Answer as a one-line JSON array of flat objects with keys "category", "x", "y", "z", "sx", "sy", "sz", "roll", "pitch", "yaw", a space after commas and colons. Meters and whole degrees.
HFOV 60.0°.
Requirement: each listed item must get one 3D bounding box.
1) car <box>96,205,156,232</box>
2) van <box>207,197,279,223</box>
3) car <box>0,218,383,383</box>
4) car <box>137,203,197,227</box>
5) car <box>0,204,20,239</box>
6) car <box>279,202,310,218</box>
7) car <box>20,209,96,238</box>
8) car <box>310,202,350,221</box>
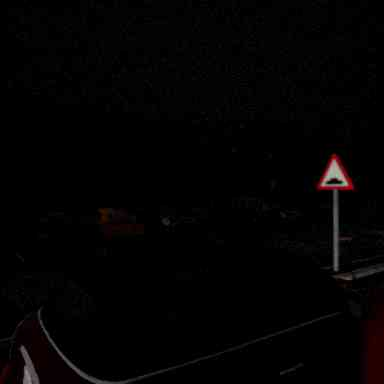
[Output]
[{"category": "car", "x": -3.989, "y": 1.506, "z": 15.796, "sx": 2.097, "sy": 1.535, "sz": 5.008, "roll": 0, "pitch": 0, "yaw": -36}, {"category": "van", "x": 2.864, "y": 1.309, "z": 20.553, "sx": 1.878, "sy": 1.987, "sz": 4.442, "roll": 0, "pitch": 0, "yaw": -36}, {"category": "car", "x": 0.586, "y": 1.361, "z": 3.552, "sx": 4.553, "sy": 1.767, "sz": 2.097, "roll": 0, "pitch": 0, "yaw": -36}, {"category": "car", "x": -1.646, "y": 1.392, "z": 17.514, "sx": 2.185, "sy": 1.767, "sz": 4.553, "roll": 0, "pitch": 0, "yaw": -36}, {"category": "car", "x": -8.429, "y": 1.233, "z": 12.668, "sx": 2.435, "sy": 2.045, "sz": 5.566, "roll": 0, "pitch": 0, "yaw": -36}, {"category": "car", "x": 5.145, "y": 1.410, "z": 22.363, "sx": 2.185, "sy": 1.767, "sz": 4.553, "roll": 0, "pitch": 0, "yaw": -36}, {"category": "car", "x": -6.156, "y": 1.496, "z": 14.263, "sx": 2.231, "sy": 1.521, "sz": 4.892, "roll": 0, "pitch": 0, "yaw": -36}, {"category": "car", "x": 9.603, "y": 1.556, "z": 25.472, "sx": 2.163, "sy": 1.488, "sz": 4.792, "roll": 0, "pitch": 0, "yaw": -36}]
